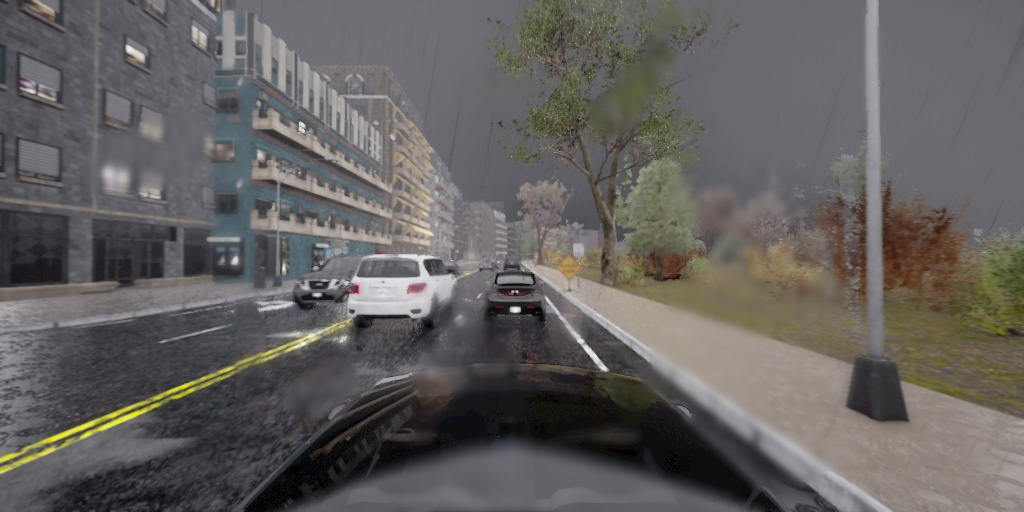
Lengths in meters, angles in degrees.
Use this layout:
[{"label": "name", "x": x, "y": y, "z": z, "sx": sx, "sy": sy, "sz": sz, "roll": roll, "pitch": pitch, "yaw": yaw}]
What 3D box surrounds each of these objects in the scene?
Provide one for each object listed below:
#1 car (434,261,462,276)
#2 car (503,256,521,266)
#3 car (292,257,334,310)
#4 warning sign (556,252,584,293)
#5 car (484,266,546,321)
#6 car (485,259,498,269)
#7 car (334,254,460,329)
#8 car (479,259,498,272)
[{"label": "car", "x": -6.596, "y": 1.293, "z": 37.625, "sx": 2.033, "sy": 1.411, "sz": 5.357, "roll": 0, "pitch": 0, "yaw": 0}, {"label": "car", "x": -0.011, "y": 0.967, "z": 47.010, "sx": 2.150, "sy": 2.045, "sz": 5.566, "roll": 0, "pitch": 0, "yaw": 0}, {"label": "car", "x": -6.604, "y": 0.969, "z": 14.915, "sx": 2.150, "sy": 2.045, "sz": 5.566, "roll": 0, "pitch": 0, "yaw": 0}, {"label": "warning sign", "x": 2.846, "y": 0.862, "z": 17.744, "sx": 1.300, "sy": 1.860, "sz": 1.060, "roll": 0, "pitch": 0, "yaw": 0}, {"label": "car", "x": 0.097, "y": 1.253, "z": 12.453, "sx": 1.837, "sy": 1.490, "sz": 4.892, "roll": 0, "pitch": 0, "yaw": 0}, {"label": "car", "x": -3.265, "y": 1.224, "z": 57.404, "sx": 1.882, "sy": 1.535, "sz": 5.008, "roll": 0, "pitch": 0, "yaw": 0}, {"label": "car", "x": -3.152, "y": 0.969, "z": 11.439, "sx": 2.150, "sy": 2.045, "sz": 5.566, "roll": 0, "pitch": 0, "yaw": 0}, {"label": "car", "x": -3.261, "y": 1.293, "z": 46.979, "sx": 2.033, "sy": 1.411, "sz": 5.357, "roll": 0, "pitch": 0, "yaw": 0}]
